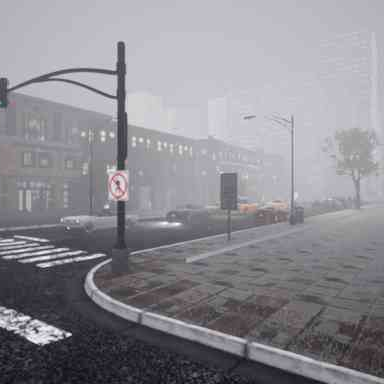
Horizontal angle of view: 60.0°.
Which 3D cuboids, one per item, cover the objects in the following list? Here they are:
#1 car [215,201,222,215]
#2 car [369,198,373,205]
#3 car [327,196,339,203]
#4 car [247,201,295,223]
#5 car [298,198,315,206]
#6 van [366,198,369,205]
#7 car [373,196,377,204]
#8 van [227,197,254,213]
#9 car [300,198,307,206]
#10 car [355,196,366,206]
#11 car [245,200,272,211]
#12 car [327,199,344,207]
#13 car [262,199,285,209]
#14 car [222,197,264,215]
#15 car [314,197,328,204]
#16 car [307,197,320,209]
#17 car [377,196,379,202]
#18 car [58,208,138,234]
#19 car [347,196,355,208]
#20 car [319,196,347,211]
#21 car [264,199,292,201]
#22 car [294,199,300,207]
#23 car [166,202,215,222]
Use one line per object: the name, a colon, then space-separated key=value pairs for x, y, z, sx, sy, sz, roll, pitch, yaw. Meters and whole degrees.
car: x=2.699 y=1.674 z=36.273 sx=1.752 sy=1.417 sz=4.829 roll=0 pitch=0 yaw=35
car: x=35.076 y=1.972 z=67.759 sx=1.802 sy=1.307 sz=4.206 roll=0 pitch=-1 yaw=35
car: x=34.575 y=1.894 z=81.621 sx=1.967 sy=1.590 sz=4.097 roll=0 pitch=-1 yaw=35
car: x=6.519 y=1.670 z=27.044 sx=1.887 sy=1.381 sz=4.507 roll=0 pitch=0 yaw=35
car: x=21.864 y=1.876 z=63.538 sx=2.008 sy=1.369 sz=4.403 roll=0 pitch=-1 yaw=35
van: x=31.898 y=1.699 z=63.241 sx=1.690 sy=1.788 sz=3.998 roll=0 pitch=-1 yaw=35
car: x=38.352 y=1.948 z=72.420 sx=1.752 sy=1.417 sz=4.829 roll=0 pitch=-1 yaw=35
van: x=5.975 y=1.518 z=40.934 sx=1.690 sy=1.788 sz=3.998 roll=0 pitch=0 yaw=35
car: x=18.686 y=1.846 z=59.016 sx=2.008 sy=1.369 sz=4.403 roll=0 pitch=-1 yaw=35
car: x=28.720 y=1.642 z=58.721 sx=2.192 sy=1.841 sz=5.009 roll=0 pitch=-1 yaw=35
car: x=9.153 y=1.756 z=45.454 sx=2.008 sy=1.369 sz=4.403 roll=0 pitch=0 yaw=35
car: x=25.127 y=1.913 z=58.102 sx=1.895 sy=1.301 sz=4.718 roll=0 pitch=0 yaw=35
car: x=12.233 y=1.759 z=49.836 sx=1.752 sy=1.417 sz=4.829 roll=0 pitch=-1 yaw=35
car: x=5.539 y=1.507 z=35.783 sx=2.097 sy=1.767 sz=4.553 roll=0 pitch=0 yaw=35
car: x=28.219 y=1.828 z=72.579 sx=1.967 sy=1.590 sz=4.097 roll=0 pitch=-1 yaw=35
car: x=19.336 y=1.749 z=49.864 sx=2.128 sy=1.511 sz=4.902 roll=0 pitch=0 yaw=35
car: x=41.431 y=2.037 z=76.801 sx=1.802 sy=1.307 sz=4.206 roll=0 pitch=-1 yaw=35
car: x=-5.525 y=1.668 z=20.063 sx=1.895 sy=1.301 sz=4.718 roll=0 pitch=0 yaw=35
car: x=22.364 y=1.581 z=49.679 sx=2.192 sy=1.841 sz=5.009 roll=0 pitch=-1 yaw=35
car: x=19.187 y=1.676 z=45.157 sx=1.967 sy=1.590 sz=4.097 roll=0 pitch=-1 yaw=35
car: x=11.412 y=1.684 z=44.082 sx=1.882 sy=1.535 sz=5.008 roll=0 pitch=0 yaw=36
car: x=15.508 y=1.816 z=54.496 sx=2.008 sy=1.369 sz=4.403 roll=0 pitch=-1 yaw=35
car: x=-0.272 y=1.672 z=27.521 sx=1.994 sy=1.385 sz=4.181 roll=0 pitch=0 yaw=36
